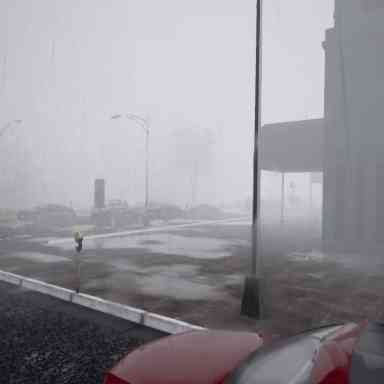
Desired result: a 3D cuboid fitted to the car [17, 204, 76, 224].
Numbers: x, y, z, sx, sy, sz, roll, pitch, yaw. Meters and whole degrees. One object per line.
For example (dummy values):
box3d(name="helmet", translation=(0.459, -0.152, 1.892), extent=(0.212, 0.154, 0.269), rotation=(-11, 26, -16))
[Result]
box3d(name="car", translation=(-11.123, 1.605, 25.712), extent=(1.994, 1.385, 4.181), rotation=(1, 0, 36))

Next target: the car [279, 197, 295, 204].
box3d(name="car", translation=(21.322, 1.847, 74.396), extent=(1.947, 1.339, 4.313), rotation=(1, 0, 36))

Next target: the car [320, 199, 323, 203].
box3d(name="car", translation=(28.184, 1.938, 69.583), extent=(1.752, 1.417, 4.829), rotation=(1, 0, 36))

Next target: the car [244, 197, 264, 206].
box3d(name="car", translation=(11.381, 1.724, 60.825), extent=(1.752, 1.417, 4.829), rotation=(1, 0, 36))

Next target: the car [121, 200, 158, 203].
box3d(name="car", translation=(-4.453, 1.642, 34.818), extent=(2.033, 1.411, 5.357), rotation=(1, 0, 36))

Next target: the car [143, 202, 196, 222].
box3d(name="car", translation=(-1.960, 1.734, 28.211), extent=(1.947, 1.339, 4.313), rotation=(1, 0, 36))

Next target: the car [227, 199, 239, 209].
box3d(name="car", translation=(6.829, 1.787, 50.120), extent=(1.895, 1.301, 4.718), rotation=(1, 0, 37))

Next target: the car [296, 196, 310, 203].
box3d(name="car", translation=(27.782, 1.860, 83.216), extent=(1.752, 1.417, 4.829), rotation=(1, 0, 36))

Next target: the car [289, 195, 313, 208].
box3d(name="car", translation=(18.244, 1.771, 56.012), extent=(1.967, 1.590, 4.097), rotation=(1, 0, 36))

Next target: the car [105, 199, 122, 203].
box3d(name="car", translation=(-8.301, 1.479, 34.169), extent=(1.967, 1.590, 4.097), rotation=(1, 0, 36))

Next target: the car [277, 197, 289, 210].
box3d(name="car", translation=(11.726, 1.718, 47.026), extent=(1.967, 1.590, 4.097), rotation=(1, 0, 36))

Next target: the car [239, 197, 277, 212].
box3d(name="car", translation=(8.474, 1.567, 42.528), extent=(2.192, 1.841, 5.009), rotation=(1, 0, 36))

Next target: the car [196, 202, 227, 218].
box3d(name="car", translation=(1.278, 1.776, 32.632), extent=(1.802, 1.307, 4.206), rotation=(1, 0, 36))

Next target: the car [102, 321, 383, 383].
box3d(name="car", translation=(1.124, 1.582, 2.059), extent=(4.206, 1.307, 1.802), rotation=(0, 1, 35))

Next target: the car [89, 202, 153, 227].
box3d(name="car", translation=(-5.199, 1.694, 23.788), extent=(2.008, 1.369, 4.403), rotation=(1, 0, 36))

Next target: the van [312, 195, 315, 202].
box3d(name="van", translation=(31.164, 1.704, 87.831), extent=(1.690, 1.788, 3.998), rotation=(1, 0, 36))
